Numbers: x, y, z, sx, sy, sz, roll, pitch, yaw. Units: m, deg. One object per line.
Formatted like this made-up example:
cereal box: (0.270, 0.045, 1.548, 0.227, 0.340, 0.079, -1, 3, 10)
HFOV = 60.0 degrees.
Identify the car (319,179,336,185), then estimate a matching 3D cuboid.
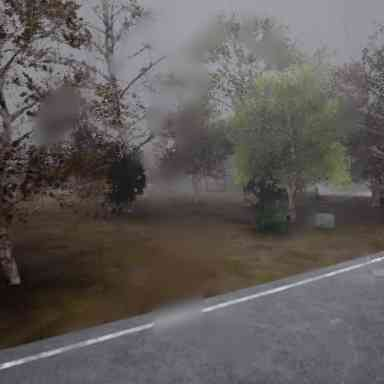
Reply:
car: (30.827, -2.375, 75.019, 4.902, 1.511, 2.128, -8, 5, -40)
